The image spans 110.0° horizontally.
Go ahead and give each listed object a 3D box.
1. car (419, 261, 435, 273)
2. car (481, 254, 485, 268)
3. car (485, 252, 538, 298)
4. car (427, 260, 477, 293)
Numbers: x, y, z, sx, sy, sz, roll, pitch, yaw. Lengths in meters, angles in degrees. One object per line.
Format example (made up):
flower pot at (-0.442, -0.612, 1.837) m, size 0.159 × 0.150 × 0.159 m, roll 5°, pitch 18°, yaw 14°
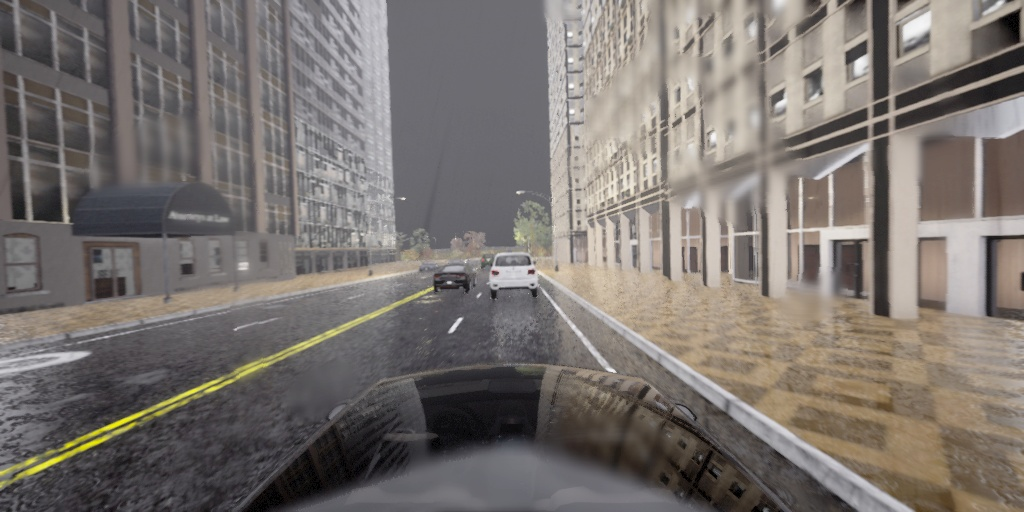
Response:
car at (-9.825, 1.279, 43.093) m, size 1.994 × 1.385 × 4.181 m, roll -2°, pitch 0°, yaw 0°
car at (-3.164, 0.671, 51.419) m, size 2.150 × 2.045 × 5.566 m, roll -2°, pitch 0°, yaw 0°
car at (0.079, 0.847, 17.985) m, size 2.150 × 2.045 × 5.566 m, roll -2°, pitch 0°, yaw 0°
car at (-3.155, 1.178, 20.494) m, size 1.882 × 1.535 × 5.008 m, roll -2°, pitch 0°, yaw 0°
